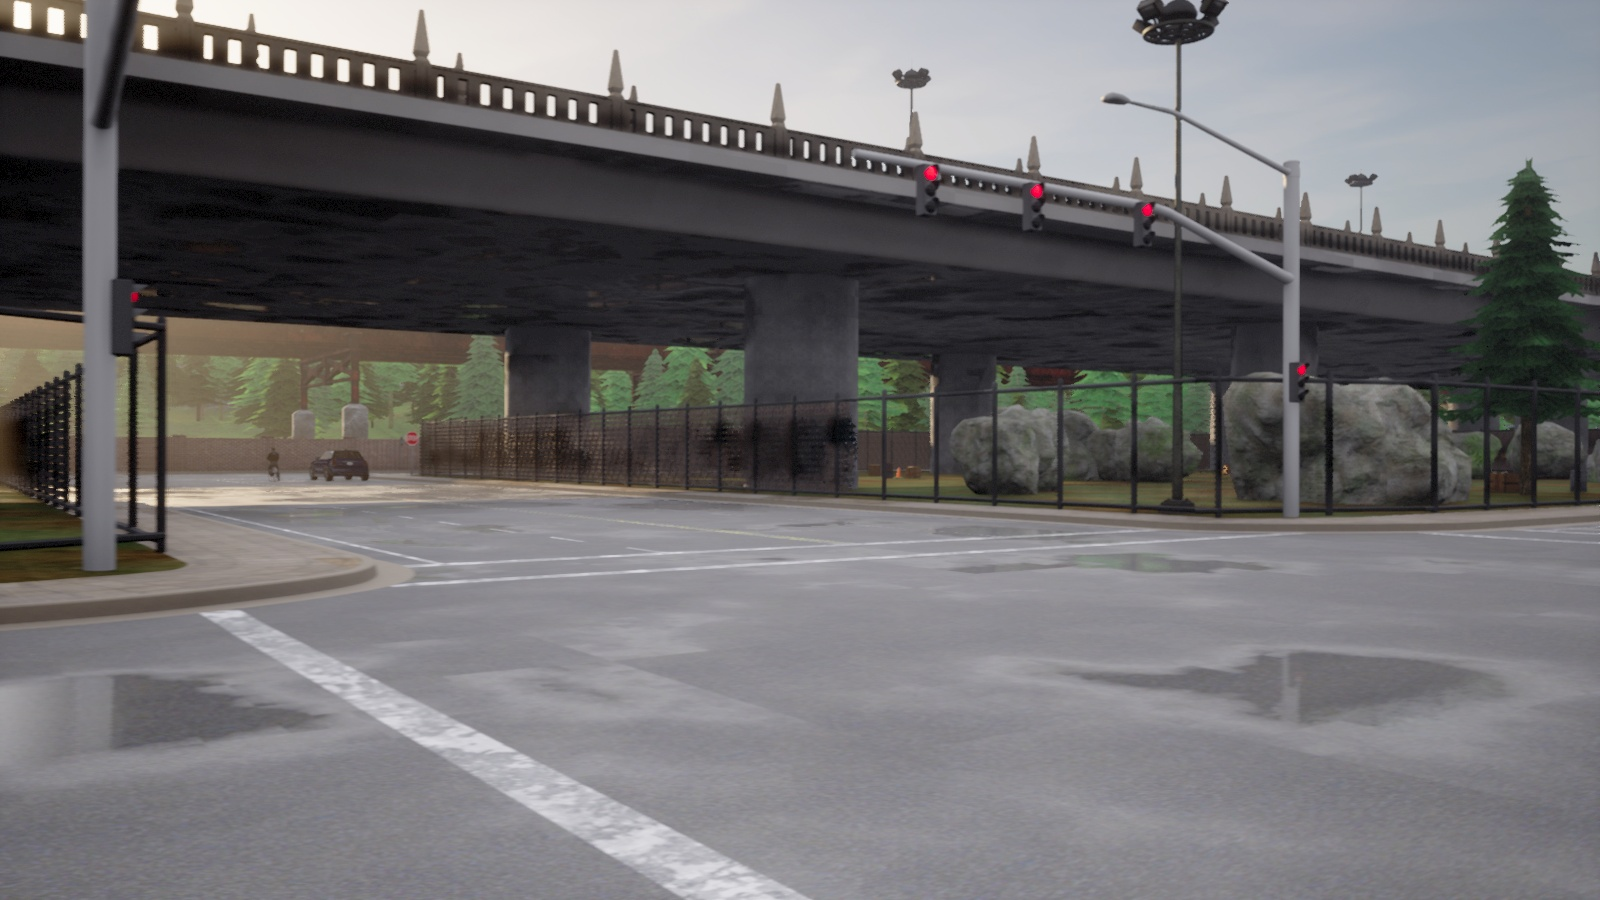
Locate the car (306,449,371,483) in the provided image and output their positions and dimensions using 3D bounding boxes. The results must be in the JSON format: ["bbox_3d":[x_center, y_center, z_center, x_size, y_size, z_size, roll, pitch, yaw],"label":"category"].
[{"bbox_3d":[-24.471,0.828,66.504,2.097,1.767,4.553,0,0,-35],"label":"car"}]
